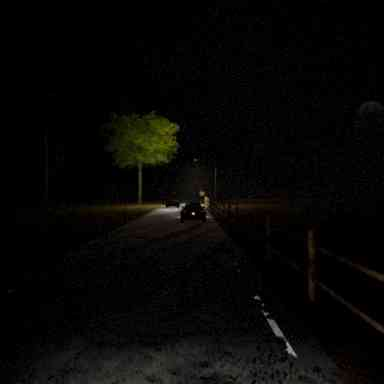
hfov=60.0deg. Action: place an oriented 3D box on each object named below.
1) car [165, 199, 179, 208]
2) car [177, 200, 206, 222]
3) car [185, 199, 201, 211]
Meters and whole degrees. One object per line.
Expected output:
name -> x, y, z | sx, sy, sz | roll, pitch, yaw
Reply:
car -> -2.769, 1.649, 48.066 | 1.895, 1.301, 4.718 | 0, 0, 0
car -> 0.103, 1.579, 26.658 | 1.994, 1.385, 4.181 | 0, 0, 0
car -> 0.106, 1.644, 43.004 | 1.895, 1.301, 4.718 | 0, 0, 0
